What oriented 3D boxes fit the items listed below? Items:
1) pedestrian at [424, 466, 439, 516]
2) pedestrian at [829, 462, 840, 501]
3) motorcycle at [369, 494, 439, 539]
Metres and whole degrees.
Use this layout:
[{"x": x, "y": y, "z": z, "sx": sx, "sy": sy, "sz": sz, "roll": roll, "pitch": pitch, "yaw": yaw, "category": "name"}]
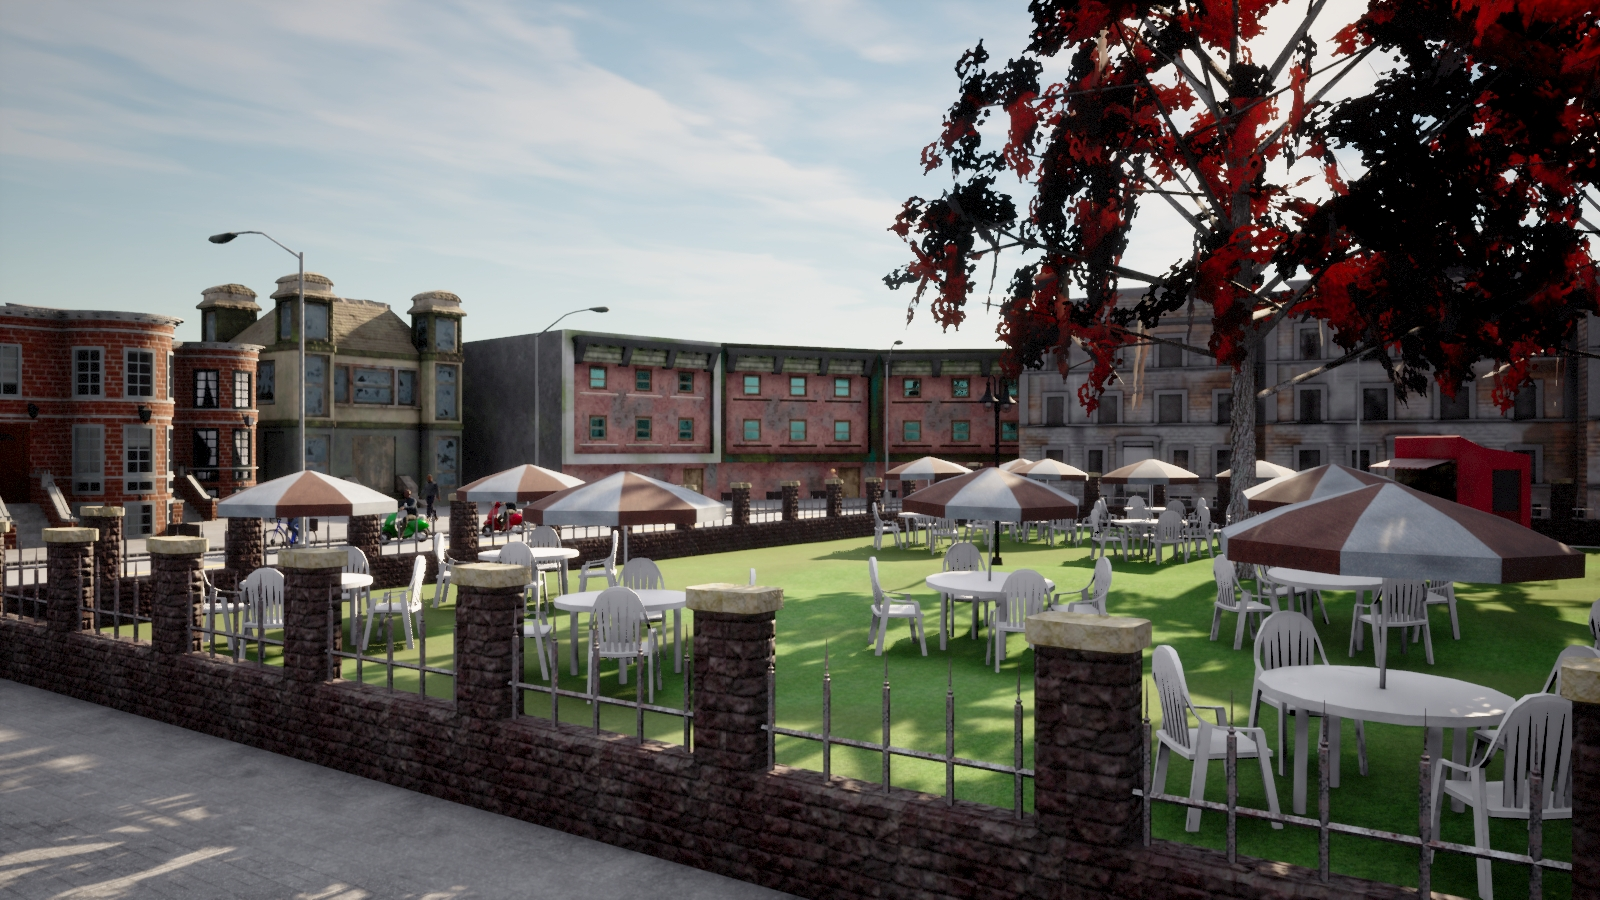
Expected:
[{"x": -13.667, "y": 1.514, "z": 42.330, "sx": 0.375, "sy": 1.860, "sz": 0.375, "roll": 0, "pitch": 0, "yaw": 20, "category": "pedestrian"}, {"x": 1.656, "y": 1.513, "z": 54.510, "sx": 0.375, "sy": 1.860, "sz": 0.375, "roll": 0, "pitch": 0, "yaw": -37, "category": "pedestrian"}, {"x": -11.759, "y": 1.950, "z": 33.969, "sx": 0.856, "sy": 1.236, "sz": 1.805, "roll": 0, "pitch": 0, "yaw": 35, "category": "motorcycle"}]
